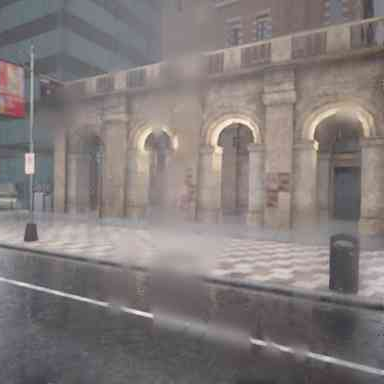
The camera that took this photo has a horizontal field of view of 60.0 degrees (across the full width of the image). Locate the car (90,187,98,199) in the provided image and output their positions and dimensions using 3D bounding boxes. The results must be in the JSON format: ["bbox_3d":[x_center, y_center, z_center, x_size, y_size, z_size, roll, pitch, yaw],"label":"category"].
[{"bbox_3d":[-11.076,0.508,34.102,5.566,2.045,2.435,1,1,29],"label":"car"}]
